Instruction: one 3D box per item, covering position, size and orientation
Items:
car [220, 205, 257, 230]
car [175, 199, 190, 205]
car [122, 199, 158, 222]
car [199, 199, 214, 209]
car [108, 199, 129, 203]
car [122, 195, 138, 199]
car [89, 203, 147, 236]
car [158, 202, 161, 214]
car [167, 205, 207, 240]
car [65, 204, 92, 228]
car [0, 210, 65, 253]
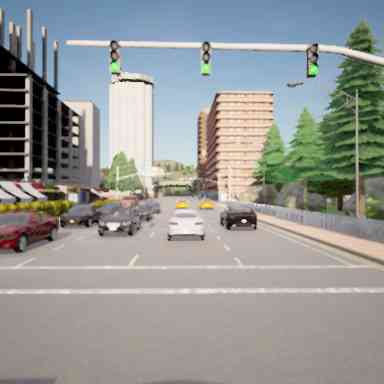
[{"bbox_3d":[3.033,1.605,22.338,1.882,1.535,5.008,0,0,-2],"label":"car"},{"bbox_3d":[-1.351,1.744,47.029,1.882,1.535,5.008,0,0,-2],"label":"car"},{"bbox_3d":[-4.341,1.652,28.382,2.128,1.511,4.902,0,0,-2],"label":"car"},{"bbox_3d":[2.098,1.757,49.293,1.882,1.535,5.008,0,0,-1],"label":"car"},{"bbox_3d":[-7.985,1.738,33.819,2.033,1.411,5.357,0,0,-1],"label":"car"},{"bbox_3d":[-8.269,1.471,44.305,2.150,2.045,5.566,0,0,-2],"label":"car"},{"bbox_3d":[-4.068,1.600,19.255,2.128,1.511,4.902,0,0,-2],"label":"car"},{"bbox_3d":[-4.597,1.767,38.828,2.033,1.411,5.357,0,0,-2],"label":"car"},{"bbox_3d":[-0.320,1.625,17.544,1.812,1.442,4.674,0,0,-2],"label":"car"},{"bbox_3d":[-7.704,1.611,23.660,1.882,1.535,5.008,0,0,-2],"label":"car"},{"bbox_3d":[-7.418,1.558,14.314,1.882,1.535,5.008,0,0,-2],"label":"car"}]
